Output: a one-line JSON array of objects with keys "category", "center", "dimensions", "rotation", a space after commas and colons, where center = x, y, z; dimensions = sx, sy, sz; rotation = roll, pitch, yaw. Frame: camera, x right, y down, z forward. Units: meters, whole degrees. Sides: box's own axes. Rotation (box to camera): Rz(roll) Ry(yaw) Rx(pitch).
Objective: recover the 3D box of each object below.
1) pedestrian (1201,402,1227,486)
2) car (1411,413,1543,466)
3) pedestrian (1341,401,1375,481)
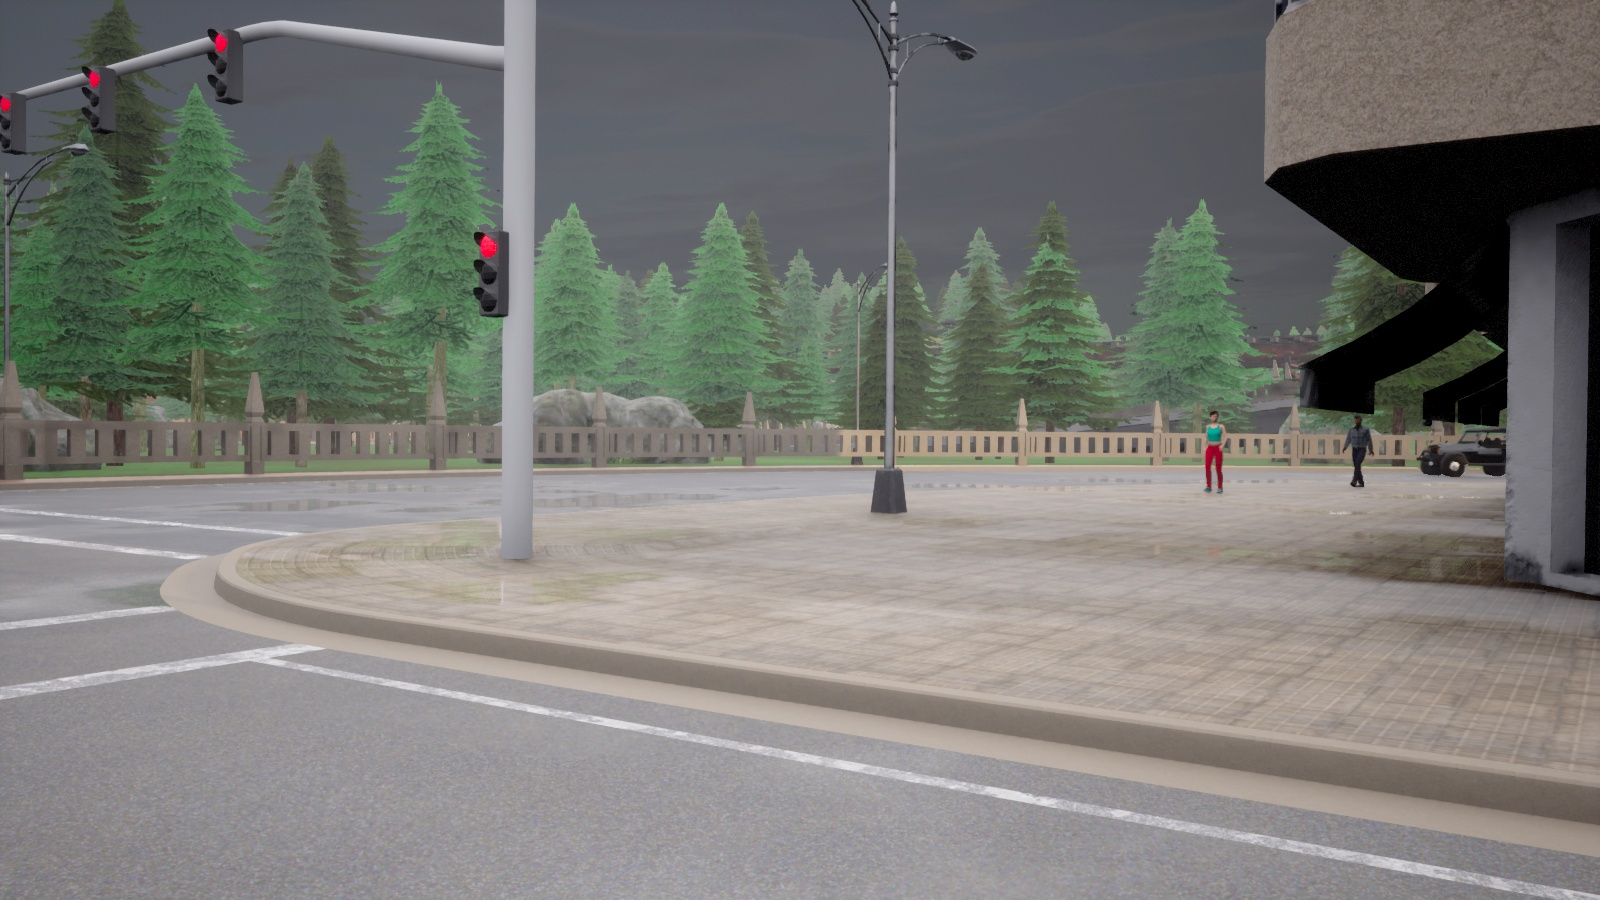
[{"category": "pedestrian", "center": [9.139, -0.132, 27.737], "dimensions": [0.345, 1.836, 0.594], "rotation": [0, 1, 39]}, {"category": "car", "center": [25.127, -0.393, 46.683], "dimensions": [3.866, 1.878, 1.905], "rotation": [0, 1, 2]}, {"category": "pedestrian", "center": [13.764, -0.219, 30.973], "dimensions": [0.788, 1.949, 0.423], "rotation": [-1, 1, -37]}]
